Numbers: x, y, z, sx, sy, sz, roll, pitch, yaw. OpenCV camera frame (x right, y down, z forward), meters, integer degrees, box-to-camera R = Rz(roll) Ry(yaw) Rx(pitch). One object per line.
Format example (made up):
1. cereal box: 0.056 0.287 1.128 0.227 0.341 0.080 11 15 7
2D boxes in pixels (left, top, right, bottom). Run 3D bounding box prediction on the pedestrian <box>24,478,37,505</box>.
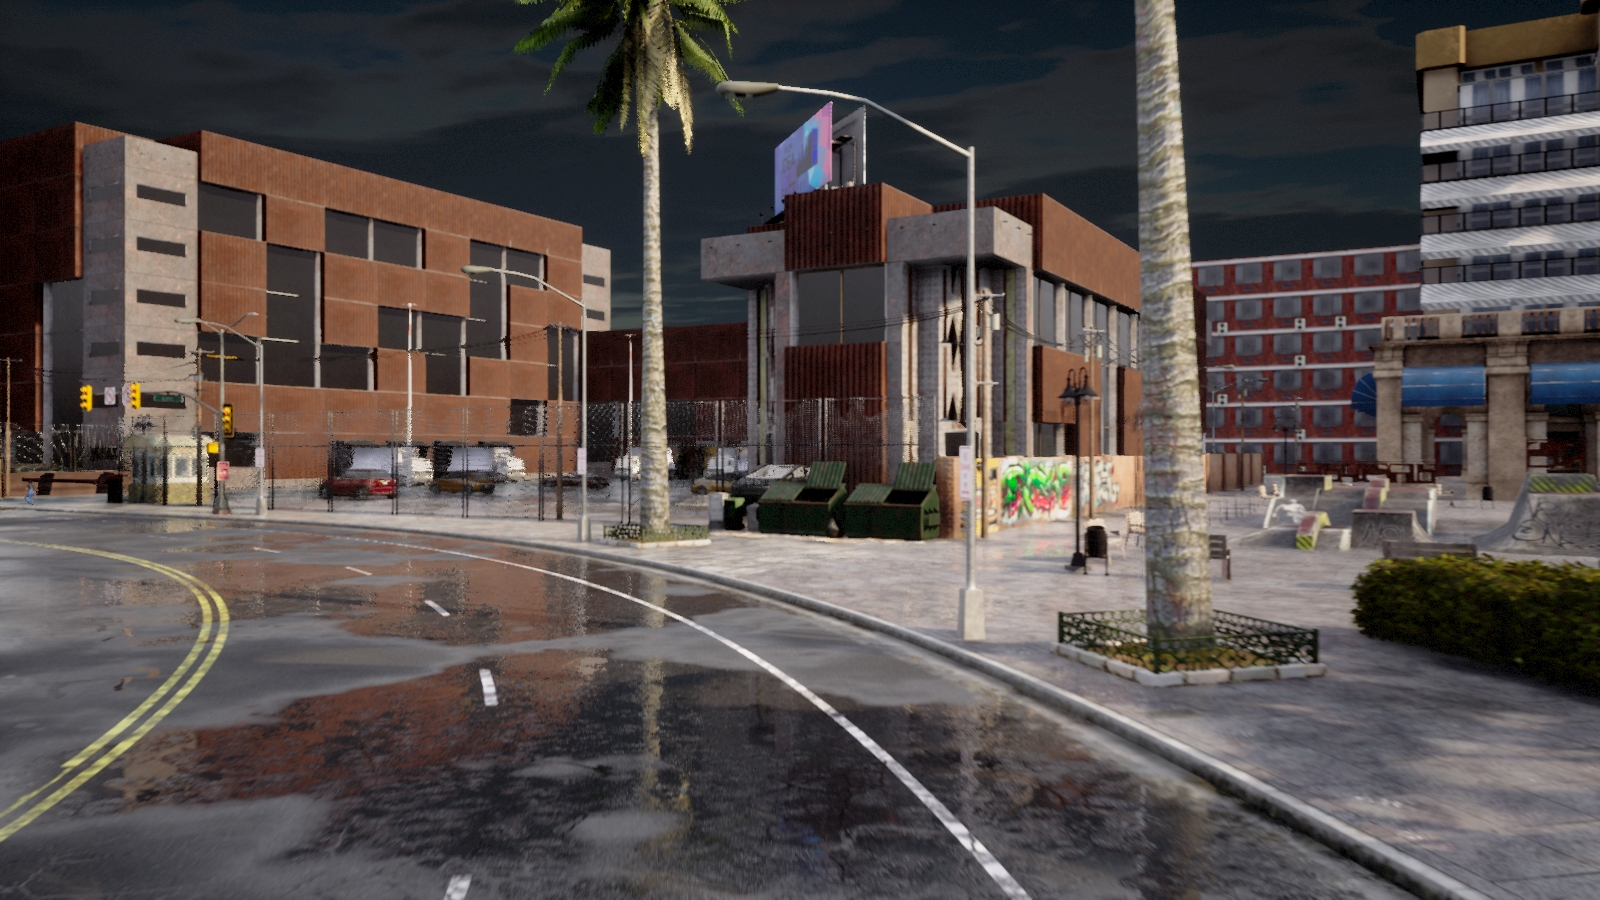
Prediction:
1. pedestrian: -36.757 1.984 54.584 0.375 1.300 0.375 0 0 27
